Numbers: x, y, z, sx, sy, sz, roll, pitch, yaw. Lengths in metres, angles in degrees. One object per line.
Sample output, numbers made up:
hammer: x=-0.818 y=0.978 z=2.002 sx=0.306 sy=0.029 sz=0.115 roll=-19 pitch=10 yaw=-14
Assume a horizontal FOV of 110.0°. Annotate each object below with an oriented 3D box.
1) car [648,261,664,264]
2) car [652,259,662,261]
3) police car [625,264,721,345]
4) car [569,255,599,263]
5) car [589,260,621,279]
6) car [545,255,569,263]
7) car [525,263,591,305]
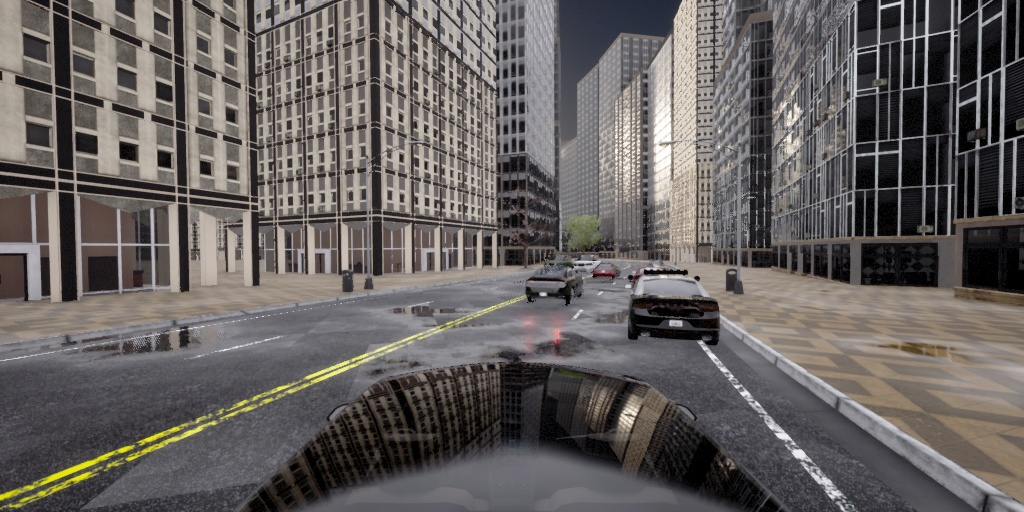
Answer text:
car: x=7.394 y=1.221 z=18.865 sx=1.882 sy=1.535 sz=5.008 roll=0 pitch=0 yaw=21
car: x=18.285 y=1.270 z=45.653 sx=2.033 sy=1.411 sz=5.357 roll=0 pitch=0 yaw=26
police car: x=4.163 y=1.172 z=9.780 sx=1.930 sy=1.638 sz=5.238 roll=0 pitch=0 yaw=18
car: x=8.536 y=0.932 z=40.601 sx=2.150 sy=2.045 sz=5.566 roll=0 pitch=0 yaw=25
car: x=8.649 y=1.291 z=32.530 sx=1.994 sy=1.385 sz=4.181 roll=0 pitch=0 yaw=24
car: x=5.448 y=0.922 z=41.677 sx=2.150 sy=2.045 sz=5.566 roll=0 pitch=0 yaw=25
car: x=2.008 y=1.232 z=15.969 sx=2.128 sy=1.511 sz=4.902 roll=0 pitch=0 yaw=19
